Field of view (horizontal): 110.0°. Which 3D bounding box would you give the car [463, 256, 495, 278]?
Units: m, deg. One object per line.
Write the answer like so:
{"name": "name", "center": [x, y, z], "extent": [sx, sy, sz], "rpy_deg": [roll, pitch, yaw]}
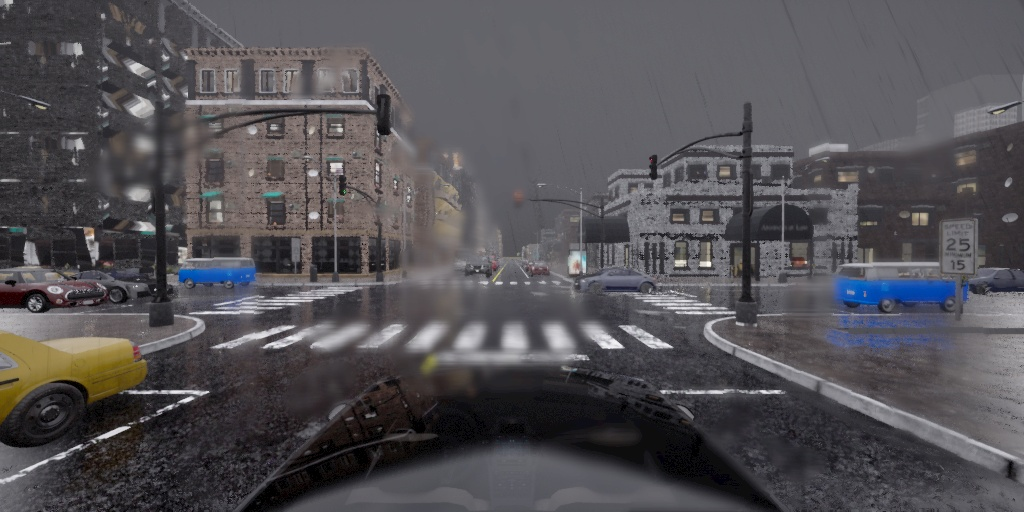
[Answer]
{"name": "car", "center": [-3.100, 0.977, 34.763], "extent": [2.150, 2.045, 5.566], "rpy_deg": [0, 0, 0]}

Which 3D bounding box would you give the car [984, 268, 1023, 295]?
{"name": "car", "center": [25.967, 1.350, 19.426], "extent": [5.357, 1.411, 2.033], "rpy_deg": [0, 0, 0]}

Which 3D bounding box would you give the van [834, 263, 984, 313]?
{"name": "van", "center": [14.653, 1.156, 13.555], "extent": [3.998, 1.789, 1.690], "rpy_deg": [0, 0, 0]}

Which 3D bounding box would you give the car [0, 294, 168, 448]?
{"name": "car", "center": [-5.692, 1.275, 2.615], "extent": [1.751, 1.417, 4.829], "rpy_deg": [0, 0, 0]}

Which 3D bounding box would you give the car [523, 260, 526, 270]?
{"name": "car", "center": [2.682, 1.347, 46.647], "extent": [1.802, 1.307, 4.207], "rpy_deg": [0, 0, 0]}

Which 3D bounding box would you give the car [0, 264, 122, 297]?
{"name": "car", "center": [-17.724, 1.190, 13.309], "extent": [4.097, 1.591, 1.967], "rpy_deg": [0, 0, 0]}

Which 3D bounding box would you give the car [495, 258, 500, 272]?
{"name": "car", "center": [-3.106, 0.990, 47.184], "extent": [2.150, 2.045, 5.566], "rpy_deg": [0, 0, 0]}

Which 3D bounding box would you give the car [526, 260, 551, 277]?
{"name": "car", "center": [2.684, 1.195, 35.254], "extent": [1.967, 1.591, 4.097], "rpy_deg": [0, 0, 0]}

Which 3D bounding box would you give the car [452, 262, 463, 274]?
{"name": "car", "center": [-5.698, 1.311, 40.937], "extent": [2.007, 1.370, 4.403], "rpy_deg": [0, 0, 0]}

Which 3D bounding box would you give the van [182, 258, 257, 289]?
{"name": "van", "center": [-17.769, 1.030, 21.689], "extent": [3.998, 1.789, 1.690], "rpy_deg": [0, 0, 0]}

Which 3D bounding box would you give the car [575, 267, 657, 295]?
{"name": "car", "center": [5.496, 1.316, 19.270], "extent": [4.181, 1.385, 1.994], "rpy_deg": [0, 0, 0]}

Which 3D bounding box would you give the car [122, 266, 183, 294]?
{"name": "car", "center": [-17.736, 1.296, 15.892], "extent": [4.181, 1.385, 1.994], "rpy_deg": [0, 0, 0]}

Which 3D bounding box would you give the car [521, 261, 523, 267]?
{"name": "car", "center": [2.681, 1.321, 52.344], "extent": [2.007, 1.370, 4.403], "rpy_deg": [0, 0, 0]}
